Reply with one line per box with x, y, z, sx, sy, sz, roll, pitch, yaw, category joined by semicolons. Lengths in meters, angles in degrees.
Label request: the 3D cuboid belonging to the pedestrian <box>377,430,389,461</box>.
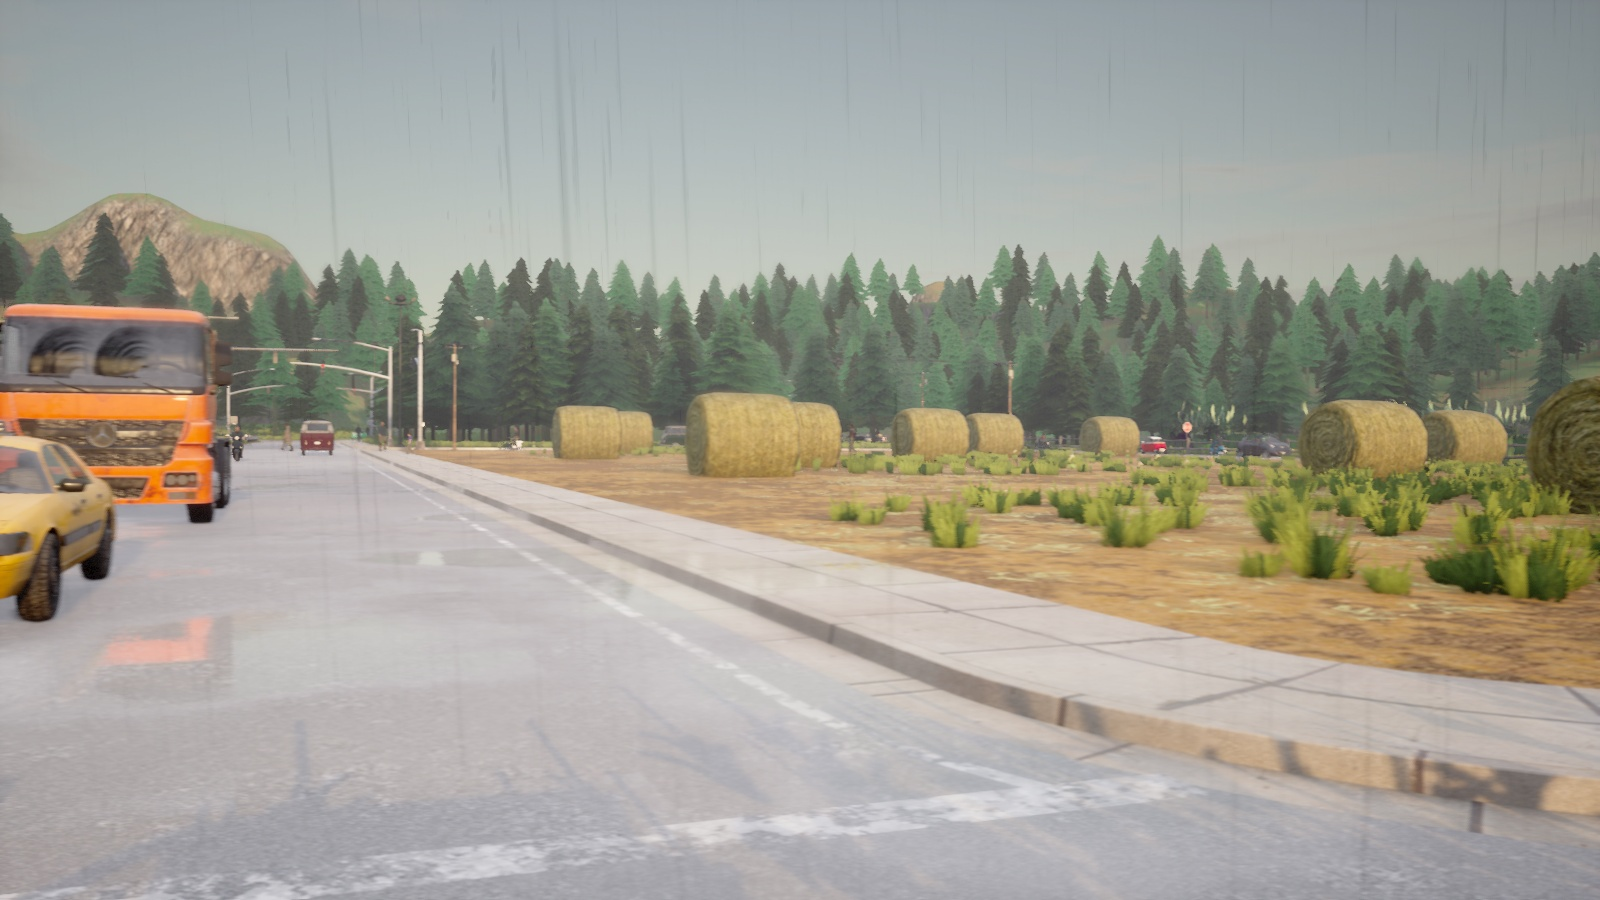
-24.891;-0.274;74.995;0.402;1.842;0.726;-1;1;-38;pedestrian

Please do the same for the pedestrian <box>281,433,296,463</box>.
-33.649;-0.118;82.546;0.873;1.952;0.659;-1;1;-24;pedestrian

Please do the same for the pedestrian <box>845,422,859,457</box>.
2.922;-0.606;70.381;0.666;1.930;0.402;-1;1;-12;pedestrian

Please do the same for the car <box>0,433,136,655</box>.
-7.275;0.661;11.185;1.801;1.575;5.366;-1;1;-22;car

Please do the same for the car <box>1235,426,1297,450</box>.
29.657;-0.762;80.010;1.845;1.501;3.633;-1;1;-18;car

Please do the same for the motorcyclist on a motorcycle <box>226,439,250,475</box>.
-25.303;0.285;56.563;0.866;1.590;1.817;-1;1;-22;motorcyclist on a motorcycle

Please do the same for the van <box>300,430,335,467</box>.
-27.371;-0.099;71.239;1.775;1.987;4.442;-1;1;-22;van

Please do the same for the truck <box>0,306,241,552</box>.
-11.540;-0.352;21.875;2.891;3.462;7.936;-1;1;-22;truck
